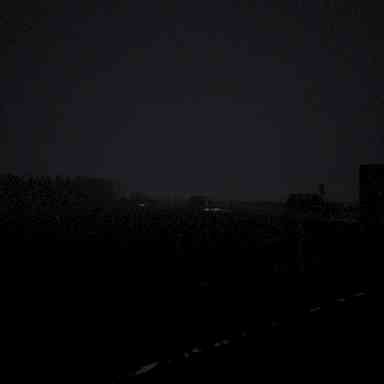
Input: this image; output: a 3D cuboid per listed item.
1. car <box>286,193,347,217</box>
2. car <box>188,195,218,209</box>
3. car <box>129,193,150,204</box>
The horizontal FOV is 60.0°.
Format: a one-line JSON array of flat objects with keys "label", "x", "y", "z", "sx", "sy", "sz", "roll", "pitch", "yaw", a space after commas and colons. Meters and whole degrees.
[{"label": "car", "x": 11.309, "y": 1.163, "z": 30.732, "sx": 2.150, "sy": 2.045, "sz": 5.566, "roll": -1, "pitch": 1, "yaw": -35}, {"label": "car", "x": 1.443, "y": 1.247, "z": 44.600, "sx": 2.097, "sy": 1.767, "sz": 4.553, "roll": -1, "pitch": 0, "yaw": -35}, {"label": "car", "x": -9.564, "y": 1.153, "z": 60.214, "sx": 2.150, "sy": 2.045, "sz": 5.566, "roll": -1, "pitch": 1, "yaw": -35}]
